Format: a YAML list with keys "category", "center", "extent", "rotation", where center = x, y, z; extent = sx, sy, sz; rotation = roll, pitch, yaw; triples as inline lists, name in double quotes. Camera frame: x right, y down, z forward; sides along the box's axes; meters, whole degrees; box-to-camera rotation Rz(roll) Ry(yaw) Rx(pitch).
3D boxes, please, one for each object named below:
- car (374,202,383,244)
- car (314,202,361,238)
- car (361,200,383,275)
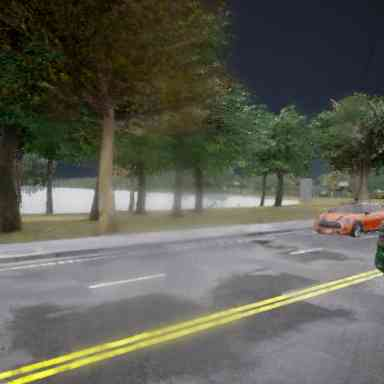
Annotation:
- category: "car"
  center: [10.470, 1.350, 15.108]
  extent: [4.553, 1.767, 2.097]
  rotation: [0, 0, -35]
- category: "car"
  center: [8.582, 1.350, 17.753]
  extent: [4.553, 1.767, 2.097]
  rotation: [0, 0, -35]
- category: "car"
  center: [6.828, 1.222, 8.355]
  extent: [5.566, 2.045, 2.150]
  rotation: [0, 0, -35]
